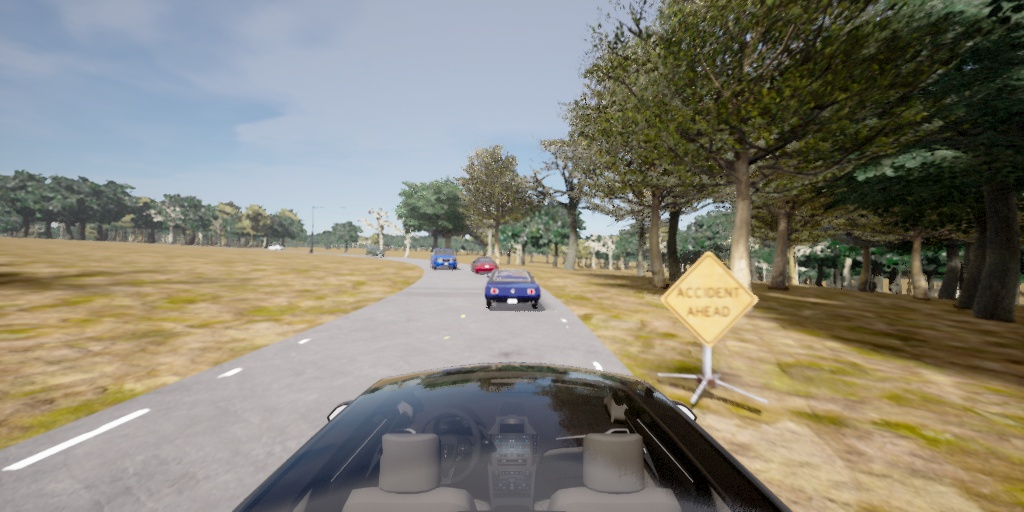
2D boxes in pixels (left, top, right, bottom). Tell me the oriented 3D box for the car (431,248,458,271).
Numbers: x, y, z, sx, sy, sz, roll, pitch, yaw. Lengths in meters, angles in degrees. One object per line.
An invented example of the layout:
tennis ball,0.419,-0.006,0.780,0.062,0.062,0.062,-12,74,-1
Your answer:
car,-6.599,0.287,34.541,2.150,2.045,5.566,1,1,-16

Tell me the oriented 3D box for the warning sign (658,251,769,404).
warning sign,2.656,0.865,4.878,1.300,1.860,1.060,0,0,0

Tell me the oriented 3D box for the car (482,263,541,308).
car,-0.070,1.152,13.979,1.895,1.301,4.718,1,1,-2

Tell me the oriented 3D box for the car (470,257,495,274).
car,-2.484,0.771,31.112,1.994,1.385,4.181,1,1,-13
